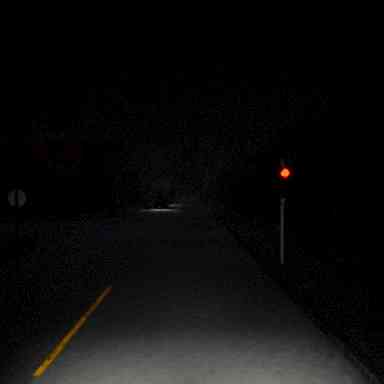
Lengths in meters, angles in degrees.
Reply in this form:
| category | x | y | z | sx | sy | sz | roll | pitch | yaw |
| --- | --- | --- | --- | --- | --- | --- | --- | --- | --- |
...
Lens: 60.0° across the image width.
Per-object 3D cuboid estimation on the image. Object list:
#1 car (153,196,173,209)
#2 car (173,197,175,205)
| category | x | y | z | sx | sy | sz | roll | pitch | yaw |
| --- | --- | --- | --- | --- | --- | --- | --- | --- | --- |
| car | -4.079 | 1.536 | 44.555 | 2.033 | 1.411 | 5.357 | 0 | 0 | 0 |
| car | -4.022 | 1.510 | 60.323 | 1.812 | 1.442 | 4.674 | 0 | 0 | 1 |
